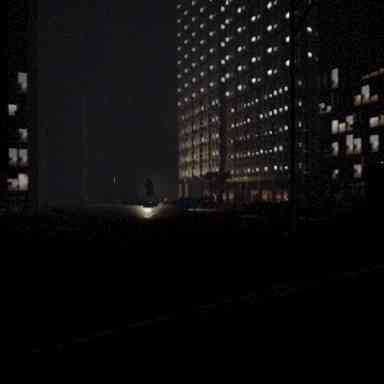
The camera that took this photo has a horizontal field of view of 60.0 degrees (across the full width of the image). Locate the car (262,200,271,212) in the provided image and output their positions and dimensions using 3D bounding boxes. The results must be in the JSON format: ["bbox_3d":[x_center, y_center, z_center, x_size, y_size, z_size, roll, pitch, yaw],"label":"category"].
[{"bbox_3d":[9.646,1.601,32.663,2.033,1.411,5.357,0,-1,-25],"label":"car"}]

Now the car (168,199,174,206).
[{"bbox_3d":[-2.465,2.069,65.385,1.882,1.535,5.008,0,-1,-25],"label":"car"}]

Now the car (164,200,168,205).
[{"bbox_3d":[-5.097,2.355,77.174,1.802,1.307,4.206,-2,0,-25],"label":"car"}]

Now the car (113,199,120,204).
[{"bbox_3d":[-19.906,2.653,88.818,1.887,1.381,4.507,-1,0,-25],"label":"car"}]

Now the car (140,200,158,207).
[{"bbox_3d":[-7.841,2.184,63.417,2.008,1.369,4.403,-1,0,-25],"label":"car"}]

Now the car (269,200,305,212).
[{"bbox_3d":[11.794,1.697,41.611,1.947,1.339,4.313,-1,0,-25],"label":"car"}]

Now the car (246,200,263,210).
[{"bbox_3d":[9.381,1.786,46.691,1.947,1.339,4.313,-2,0,-25],"label":"car"}]

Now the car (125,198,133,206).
[{"bbox_3d":[-12.667,2.366,73.578,1.887,1.381,4.507,-1,0,-25],"label":"car"}]

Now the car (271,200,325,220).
[{"bbox_3d":[9.051,1.556,27.853,2.008,1.369,4.403,-1,0,-25],"label":"car"}]

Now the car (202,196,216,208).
[{"bbox_3d":[1.993,1.643,56.114,2.150,2.045,5.566,0,-1,-25],"label":"car"}]

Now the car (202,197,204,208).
[{"bbox_3d":[-0.538,1.923,54.226,2.128,1.511,4.902,0,-1,-25],"label":"car"}]

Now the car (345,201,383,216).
[{"bbox_3d":[16.620,1.507,31.449,2.008,1.369,4.403,-1,0,-25],"label":"car"}]

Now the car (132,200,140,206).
[{"bbox_3d":[-10.182,2.250,68.344,1.752,1.417,4.829,-1,0,-25],"label":"car"}]

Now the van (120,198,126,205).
[{"bbox_3d":[-15.086,2.258,78.659,1.690,1.788,3.998,-1,0,-25],"label":"van"}]

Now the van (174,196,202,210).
[{"bbox_3d":[-0.608,1.700,48.177,1.690,1.788,3.998,-1,0,-25],"label":"van"}]
